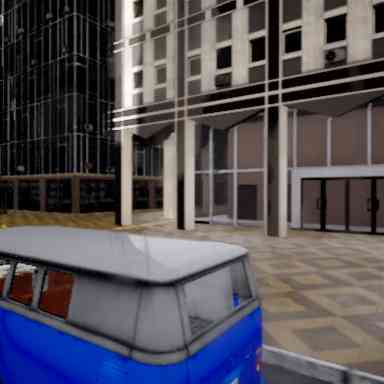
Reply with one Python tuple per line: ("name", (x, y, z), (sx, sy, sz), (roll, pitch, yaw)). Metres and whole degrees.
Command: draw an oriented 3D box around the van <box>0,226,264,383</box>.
("van", (-1.218, 1.347, 3.714), (3.998, 1.788, 1.690), (0, 1, 35))
